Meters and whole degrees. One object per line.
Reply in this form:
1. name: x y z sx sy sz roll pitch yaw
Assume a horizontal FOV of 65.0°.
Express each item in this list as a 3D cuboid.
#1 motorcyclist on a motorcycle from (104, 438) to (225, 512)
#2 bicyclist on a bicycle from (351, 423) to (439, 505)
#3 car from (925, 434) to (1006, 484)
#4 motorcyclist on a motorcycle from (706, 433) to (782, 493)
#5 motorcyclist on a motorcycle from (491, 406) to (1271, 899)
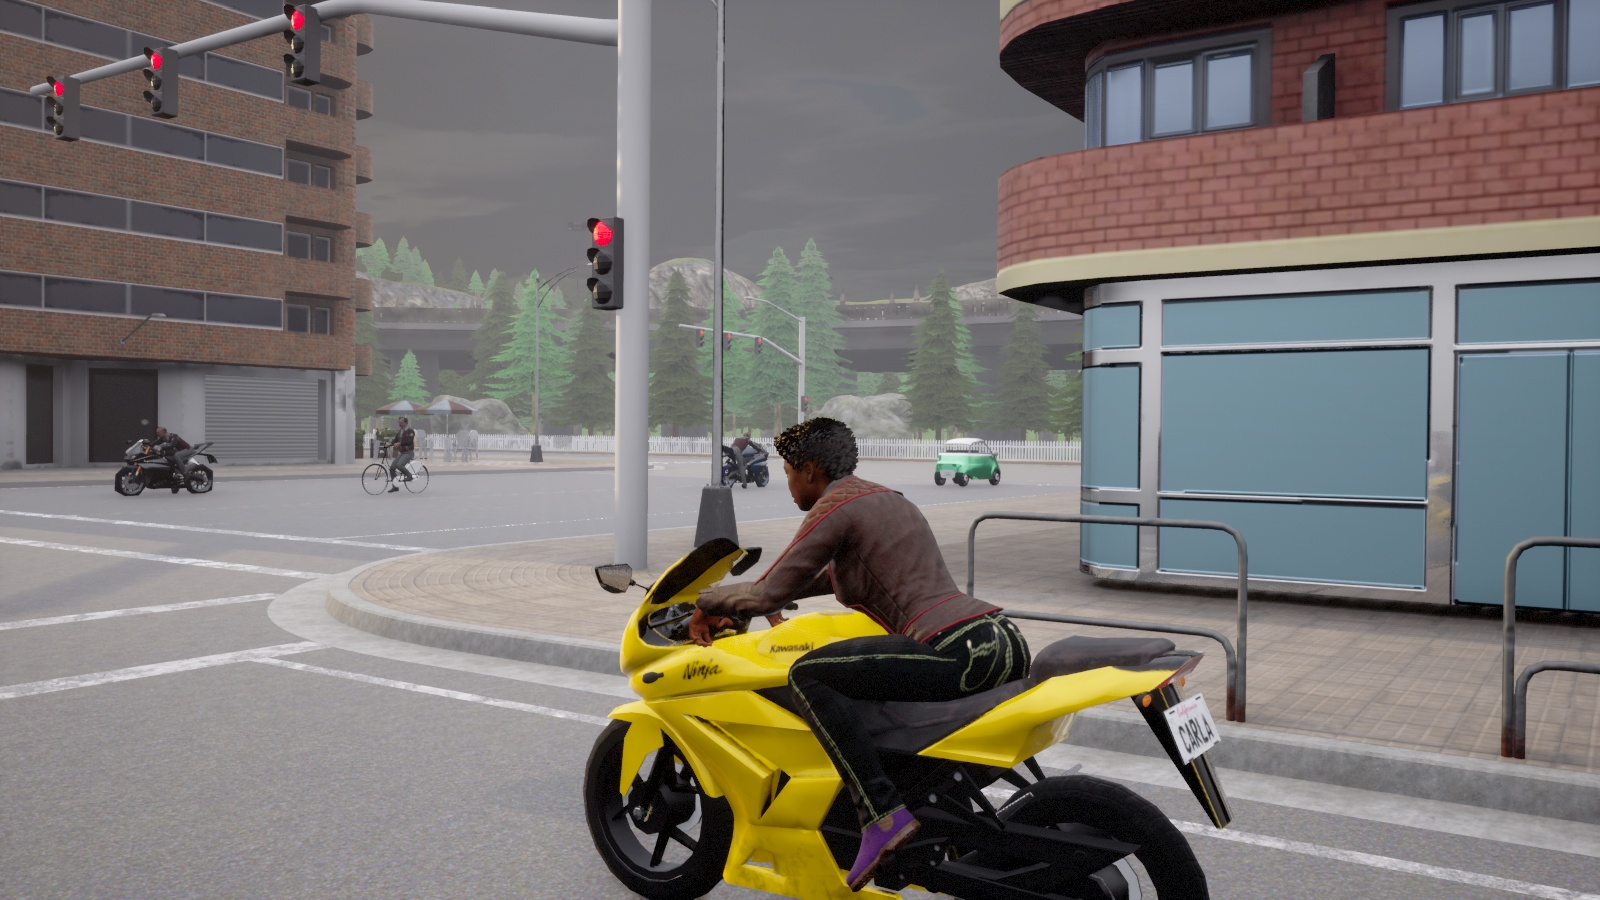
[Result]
1. motorcyclist on a motorcycle: -13.873 0.517 27.482 0.866 1.530 2.191 0 1 34
2. bicyclist on a bicycle: -9.107 0.298 28.300 0.659 1.776 1.843 0 1 34
3. car: 4.808 0.245 36.431 1.481 1.376 2.207 0 1 35
4. motorcyclist on a motorcycle: -1.465 0.324 33.395 0.866 1.530 2.191 0 1 34
5. motorcyclist on a motorcycle: 0.158 0.664 3.519 2.044 1.523 0.797 0 1 34
